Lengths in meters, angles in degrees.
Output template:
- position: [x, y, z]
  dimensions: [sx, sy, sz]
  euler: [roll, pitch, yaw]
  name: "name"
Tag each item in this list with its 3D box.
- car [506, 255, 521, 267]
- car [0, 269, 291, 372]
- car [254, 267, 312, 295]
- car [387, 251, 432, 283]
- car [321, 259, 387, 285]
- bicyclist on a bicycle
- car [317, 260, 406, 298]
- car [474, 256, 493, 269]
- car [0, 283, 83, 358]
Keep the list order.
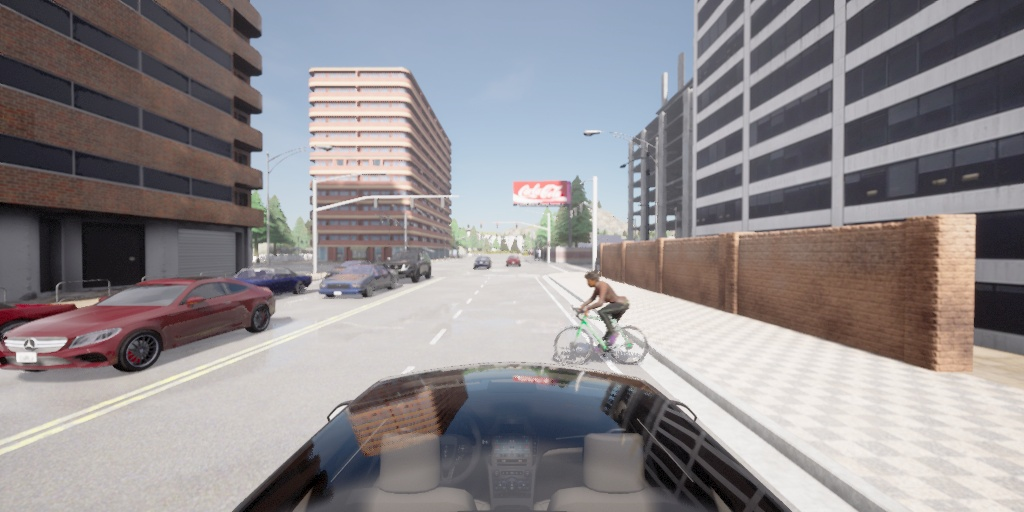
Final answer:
- position: [0.185, 0.651, 47.046]
  dimensions: [1.812, 1.442, 4.674]
  euler: [0, 0, 0]
  name: "car"
- position: [-7.081, 1.191, 7.563]
  dimensions: [1.812, 1.442, 4.674]
  euler: [0, 1, 0]
  name: "car"
- position: [-10.556, 1.161, 15.004]
  dimensions: [1.895, 1.301, 4.718]
  euler: [0, 1, 0]
  name: "car"
- position: [-6.958, 0.649, 24.246]
  dimensions: [2.150, 2.045, 5.566]
  euler: [0, 1, 0]
  name: "car"
- position: [-10.458, 0.979, 24.288]
  dimensions: [2.033, 1.411, 5.357]
  euler: [0, 1, 0]
  name: "car"
- position: [1.557, 1.105, 6.262]
  dimensions: [1.656, 1.620, 0.582]
  euler: [0, 1, 0]
  name: "bicyclist on a bicycle"
- position: [-7.044, 1.079, 17.193]
  dimensions: [2.033, 1.411, 5.357]
  euler: [0, 1, 0]
  name: "car"
- position: [-3.327, 0.747, 41.458]
  dimensions: [2.033, 1.411, 5.357]
  euler: [0, 1, 0]
  name: "car"
- position: [-10.595, 1.289, 5.683]
  dimensions: [1.895, 1.301, 4.718]
  euler: [0, 1, 0]
  name: "car"
